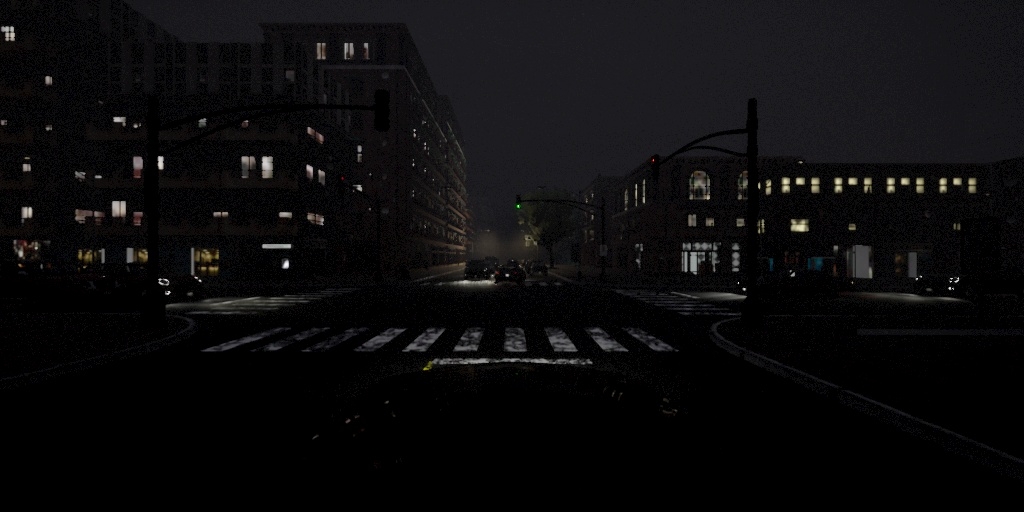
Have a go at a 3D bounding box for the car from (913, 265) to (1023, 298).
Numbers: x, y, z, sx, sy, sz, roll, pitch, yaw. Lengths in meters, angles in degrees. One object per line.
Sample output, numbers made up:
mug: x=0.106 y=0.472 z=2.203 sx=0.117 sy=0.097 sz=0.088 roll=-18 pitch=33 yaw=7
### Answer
car: x=24.520 y=1.232 z=19.169 sx=4.553 sy=1.767 sz=2.097 roll=0 pitch=0 yaw=0

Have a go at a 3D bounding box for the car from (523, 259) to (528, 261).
car: x=2.684 y=1.260 z=42.496 sx=1.967 sy=1.591 sz=4.097 roll=0 pitch=0 yaw=0

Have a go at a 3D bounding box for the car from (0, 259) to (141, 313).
car: x=-17.278 y=1.022 z=13.076 sx=5.009 sy=1.841 sz=2.192 roll=0 pitch=0 yaw=0

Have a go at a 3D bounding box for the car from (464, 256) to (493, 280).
car: x=-3.077 y=1.148 z=32.258 sx=2.097 sy=1.767 sz=4.553 roll=0 pitch=0 yaw=-1

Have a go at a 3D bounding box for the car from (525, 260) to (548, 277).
car: x=2.685 y=1.357 z=36.799 sx=2.007 sy=1.370 sz=4.403 roll=0 pitch=0 yaw=0

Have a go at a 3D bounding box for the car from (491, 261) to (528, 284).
car: x=-0.112 y=1.349 z=27.634 sx=1.994 sy=1.385 sz=4.181 roll=0 pitch=0 yaw=7

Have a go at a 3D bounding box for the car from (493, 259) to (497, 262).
car: x=-3.105 y=1.346 z=42.556 sx=1.812 sy=1.442 sz=4.674 roll=0 pitch=0 yaw=0

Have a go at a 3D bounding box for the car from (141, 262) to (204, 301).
car: x=-16.238 y=1.065 z=15.631 sx=4.553 sy=1.767 sz=2.097 roll=0 pitch=0 yaw=1

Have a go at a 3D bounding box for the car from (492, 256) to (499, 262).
car: x=-3.099 y=1.068 z=53.188 sx=2.150 sy=2.045 sz=5.566 roll=0 pitch=0 yaw=1

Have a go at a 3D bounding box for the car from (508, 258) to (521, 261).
car: x=0.088 y=1.230 z=64.047 sx=2.097 sy=1.767 sz=4.553 roll=0 pitch=0 yaw=0

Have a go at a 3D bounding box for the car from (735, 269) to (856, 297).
car: x=15.021 y=1.385 z=19.101 sx=5.357 sy=1.411 sz=2.033 roll=0 pitch=0 yaw=0

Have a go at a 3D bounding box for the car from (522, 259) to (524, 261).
car: x=2.682 y=1.274 z=48.192 sx=1.967 sy=1.591 sz=4.097 roll=0 pitch=0 yaw=0
